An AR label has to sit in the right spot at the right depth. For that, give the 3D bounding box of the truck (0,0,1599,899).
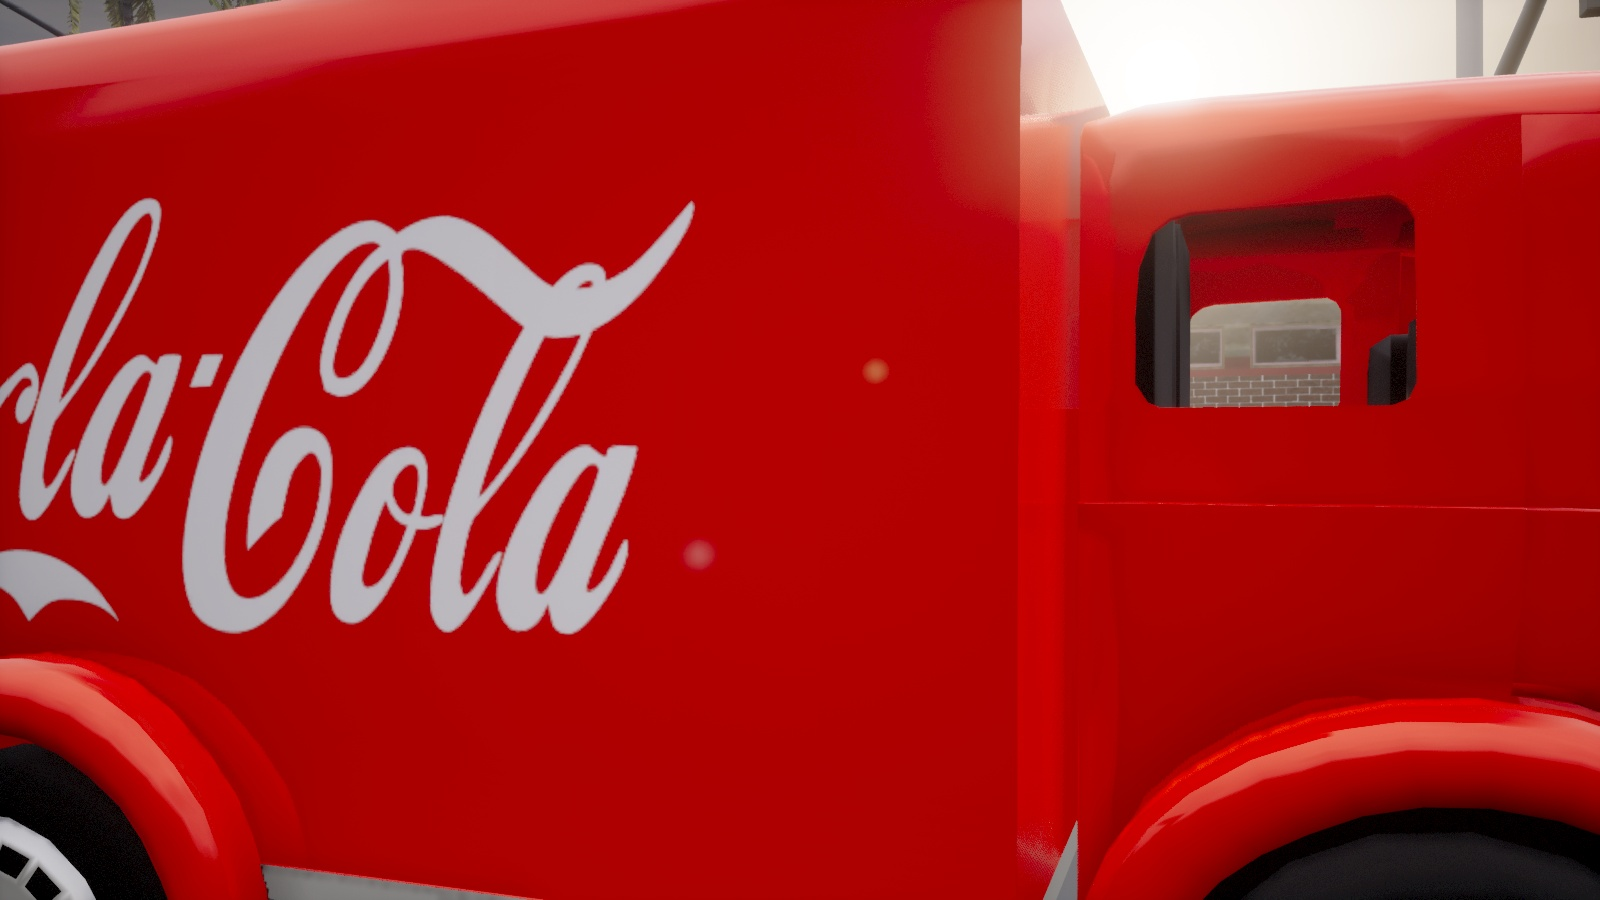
[{"bbox_3d":[-0.068,0.283,3.233,5.204,2.467,2.627,1,1,20],"label":"truck"}]
